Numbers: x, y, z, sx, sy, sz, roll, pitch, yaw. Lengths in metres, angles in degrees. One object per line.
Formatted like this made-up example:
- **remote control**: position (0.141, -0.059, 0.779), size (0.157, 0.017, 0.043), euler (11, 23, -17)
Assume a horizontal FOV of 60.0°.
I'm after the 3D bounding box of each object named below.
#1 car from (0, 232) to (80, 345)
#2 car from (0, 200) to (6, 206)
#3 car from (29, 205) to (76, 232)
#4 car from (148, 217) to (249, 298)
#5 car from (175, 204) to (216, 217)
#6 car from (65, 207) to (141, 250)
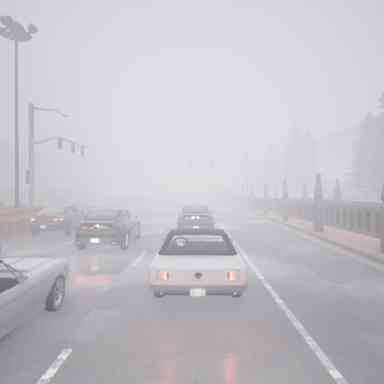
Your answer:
- **car**: position (-3.385, 1.575, 4.663), size (1.895, 1.301, 4.718), euler (0, 0, 0)
- **car**: position (-13.893, 1.197, 21.422), size (2.097, 1.767, 4.553), euler (0, 1, 0)
- **car**: position (-6.843, 1.402, 17.518), size (1.812, 1.442, 4.674), euler (0, 0, -1)
- **car**: position (0.131, 1.547, 8.352), size (1.895, 1.301, 4.718), euler (0, 0, 0)
- **car**: position (0.186, 1.381, 17.612), size (1.837, 1.490, 4.892), euler (0, 0, 0)
- **car**: position (-3.337, 1.409, 13.889), size (1.837, 1.490, 4.892), euler (0, 0, 0)
